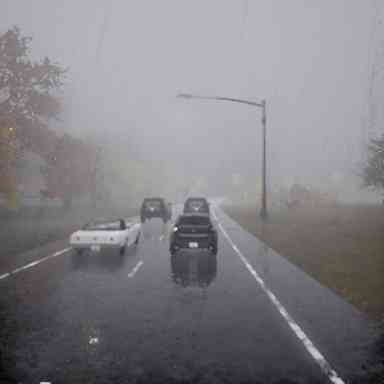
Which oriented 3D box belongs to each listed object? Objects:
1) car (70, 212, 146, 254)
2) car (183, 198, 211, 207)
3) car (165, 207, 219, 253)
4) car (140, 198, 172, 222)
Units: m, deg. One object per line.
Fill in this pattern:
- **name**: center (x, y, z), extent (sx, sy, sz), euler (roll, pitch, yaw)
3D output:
- **car**: center (-3.409, 1.736, 14.132), extent (1.895, 1.301, 4.718), euler (0, -1, 1)
- **car**: center (0.423, 1.491, 28.945), extent (2.150, 2.045, 5.566), euler (0, 0, 2)
- **car**: center (0.096, 1.644, 14.268), extent (1.837, 1.490, 4.892), euler (0, 0, 1)
- **car**: center (-3.075, 1.493, 29.053), extent (2.150, 2.045, 5.566), euler (0, 0, 2)
